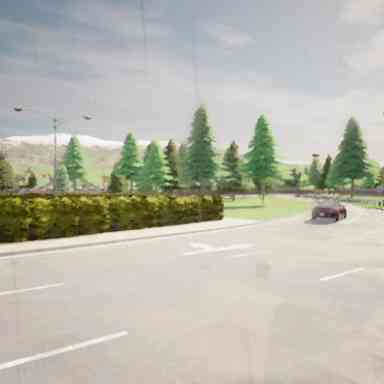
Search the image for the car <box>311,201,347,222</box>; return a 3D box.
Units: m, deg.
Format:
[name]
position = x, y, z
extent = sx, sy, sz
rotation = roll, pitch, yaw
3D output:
[car]
position = 10.286, 1.384, 24.885
extent = 1.812, 1.442, 4.674
rotation = 0, 0, 35
